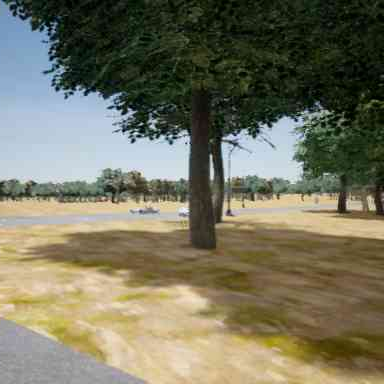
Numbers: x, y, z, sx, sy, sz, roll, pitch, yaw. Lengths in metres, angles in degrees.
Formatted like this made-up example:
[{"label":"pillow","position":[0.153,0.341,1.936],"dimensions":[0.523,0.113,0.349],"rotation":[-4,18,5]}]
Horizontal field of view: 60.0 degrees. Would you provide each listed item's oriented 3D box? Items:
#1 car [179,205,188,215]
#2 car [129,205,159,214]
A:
[{"label":"car","position":[-0.031,2.631,47.996],"dimensions":[1.812,1.442,4.674],"rotation":[0,-2,37]},{"label":"car","position":[-7.168,2.664,50.137],"dimensions":[1.895,1.301,4.718],"rotation":[0,-2,37]}]
